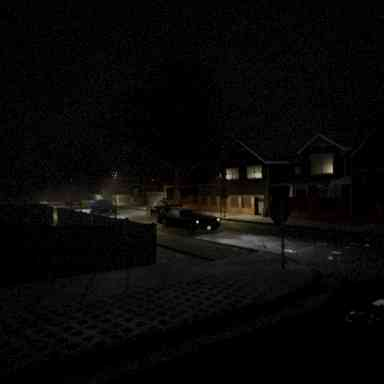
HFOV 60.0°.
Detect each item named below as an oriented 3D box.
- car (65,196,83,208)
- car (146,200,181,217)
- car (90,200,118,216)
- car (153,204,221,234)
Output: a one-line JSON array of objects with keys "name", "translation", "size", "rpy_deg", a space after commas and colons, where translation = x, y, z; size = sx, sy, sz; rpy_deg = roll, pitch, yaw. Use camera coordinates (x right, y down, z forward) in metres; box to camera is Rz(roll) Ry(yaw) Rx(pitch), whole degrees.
[{"name": "car", "translation": [-17.417, 1.418, 48.920], "size": [2.128, 1.511, 4.902], "rpy_deg": [-3, 1, -29]}, {"name": "car", "translation": [-2.367, 1.442, 29.081], "size": [2.128, 1.511, 4.902], "rpy_deg": [-3, 2, -32]}, {"name": "car", "translation": [-9.198, 1.553, 34.556], "size": [1.882, 1.535, 5.008], "rpy_deg": [-3, 2, -31]}, {"name": "car", "translation": [-0.271, 1.684, 20.395], "size": [1.895, 1.301, 4.718], "rpy_deg": [-3, 2, -33]}]
